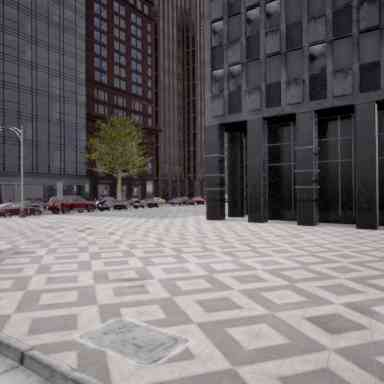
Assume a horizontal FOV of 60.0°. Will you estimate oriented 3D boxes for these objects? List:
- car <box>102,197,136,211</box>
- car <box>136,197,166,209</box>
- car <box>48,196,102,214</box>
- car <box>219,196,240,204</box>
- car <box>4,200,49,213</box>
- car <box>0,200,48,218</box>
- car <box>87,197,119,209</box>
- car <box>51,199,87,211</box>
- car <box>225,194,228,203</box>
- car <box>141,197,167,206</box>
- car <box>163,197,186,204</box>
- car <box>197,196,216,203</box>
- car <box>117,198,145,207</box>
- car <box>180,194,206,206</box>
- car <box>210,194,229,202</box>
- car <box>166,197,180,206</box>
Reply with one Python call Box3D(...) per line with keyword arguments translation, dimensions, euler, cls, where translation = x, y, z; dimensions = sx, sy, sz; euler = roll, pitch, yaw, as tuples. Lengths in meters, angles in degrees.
Box3D(translation=(-8.993, 1.526, 38.598), dimensions=(1.947, 1.339, 4.313), euler=(-1, 0, 35), cls="car")
Box3D(translation=(-5.797, 1.510, 43.242), dimensions=(1.947, 1.339, 4.313), euler=(-1, 0, 35), cls="car")
Box3D(translation=(-12.191, 1.291, 33.954), dimensions=(2.192, 1.841, 5.009), euler=(-1, 0, 35), cls="car")
Box3D(translation=(6.988, 1.465, 61.824), dimensions=(1.947, 1.339, 4.313), euler=(-1, 0, 35), cls="car")
Box3D(translation=(-19.209, 1.644, 38.787), dimensions=(1.947, 1.339, 4.313), euler=(-1, 0, 35), cls="car")
Box3D(translation=(-15.385, 1.577, 29.307), dimensions=(1.802, 1.307, 4.206), euler=(-1, 0, 35), cls="car")
Box3D(translation=(-12.818, 1.486, 48.079), dimensions=(1.967, 1.590, 4.097), euler=(-1, 0, 35), cls="car")
Box3D(translation=(-16.013, 1.643, 43.433), dimensions=(1.802, 1.307, 4.206), euler=(-1, 0, 35), cls="car")
Box3D(translation=(3.790, 1.224, 57.181), dimensions=(2.192, 1.841, 5.009), euler=(-1, 0, 35), cls="car")
Box3D(translation=(-6.520, 1.546, 57.230), dimensions=(1.752, 1.417, 4.829), euler=(-1, 0, 35), cls="car")
Box3D(translation=(-3.227, 1.576, 62.017), dimensions=(1.947, 1.339, 4.313), euler=(-1, 0, 35), cls="car")
Box3D(translation=(3.166, 1.537, 71.309), dimensions=(1.887, 1.381, 4.507), euler=(-1, 0, 35), cls="car")
Box3D(translation=(-9.620, 1.614, 52.725), dimensions=(1.802, 1.307, 4.206), euler=(-1, 0, 35), cls="car")
Box3D(translation=(0.595, 1.464, 52.534), dimensions=(1.887, 1.381, 4.507), euler=(-1, 0, 35), cls="car")
Box3D(translation=(6.361, 1.298, 75.956), dimensions=(2.192, 1.841, 5.009), euler=(-1, 0, 35), cls="car")
Box3D(translation=(-1.647, 1.498, 53.893), dimensions=(2.033, 1.411, 5.357), euler=(-1, 0, 35), cls="car")
